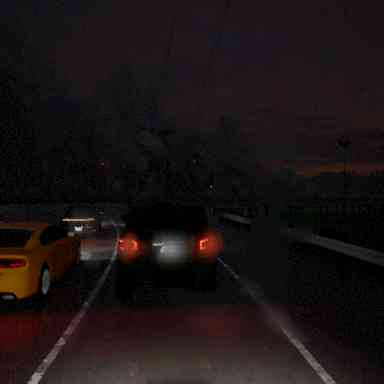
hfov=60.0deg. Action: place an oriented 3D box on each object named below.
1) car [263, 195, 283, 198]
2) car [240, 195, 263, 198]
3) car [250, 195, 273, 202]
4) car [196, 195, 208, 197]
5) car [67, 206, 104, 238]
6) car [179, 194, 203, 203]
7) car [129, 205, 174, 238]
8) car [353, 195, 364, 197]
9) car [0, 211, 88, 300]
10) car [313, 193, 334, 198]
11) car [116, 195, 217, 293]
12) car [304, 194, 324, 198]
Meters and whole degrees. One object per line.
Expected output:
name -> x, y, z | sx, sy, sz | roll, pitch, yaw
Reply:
car -> 18.089, 1.539, 73.190 | 5.357, 1.411, 2.033 | 0, 0, -20
car -> 9.990, 1.546, 62.848 | 5.357, 1.411, 2.033 | 0, 0, -20
car -> 15.952, 1.477, 76.133 | 5.008, 1.535, 1.882 | 0, 0, -20
car -> 2.628, 1.562, 67.570 | 4.181, 1.385, 1.994 | 0, 0, -20
car -> -5.773, 1.491, 17.586 | 2.128, 1.511, 4.902 | 0, 0, -14
car -> -0.207, 1.354, 70.212 | 4.553, 1.767, 2.097 | 0, 0, -20
car -> -2.512, 1.547, 19.111 | 2.033, 1.411, 5.357 | 0, 0, -13
car -> 37.318, 1.477, 74.911 | 5.008, 1.535, 1.882 | 0, 0, -34
car -> -4.167, 1.477, 8.343 | 1.882, 1.535, 5.008 | 0, 0, -6
car -> 31.992, 1.354, 79.825 | 4.553, 1.767, 2.097 | 0, 0, -30
car -> -0.759, 1.221, 9.071 | 2.150, 2.045, 5.566 | 0, 0, -7
car -> 24.031, 1.551, 67.963 | 4.181, 1.385, 1.994 | 0, 0, -20
